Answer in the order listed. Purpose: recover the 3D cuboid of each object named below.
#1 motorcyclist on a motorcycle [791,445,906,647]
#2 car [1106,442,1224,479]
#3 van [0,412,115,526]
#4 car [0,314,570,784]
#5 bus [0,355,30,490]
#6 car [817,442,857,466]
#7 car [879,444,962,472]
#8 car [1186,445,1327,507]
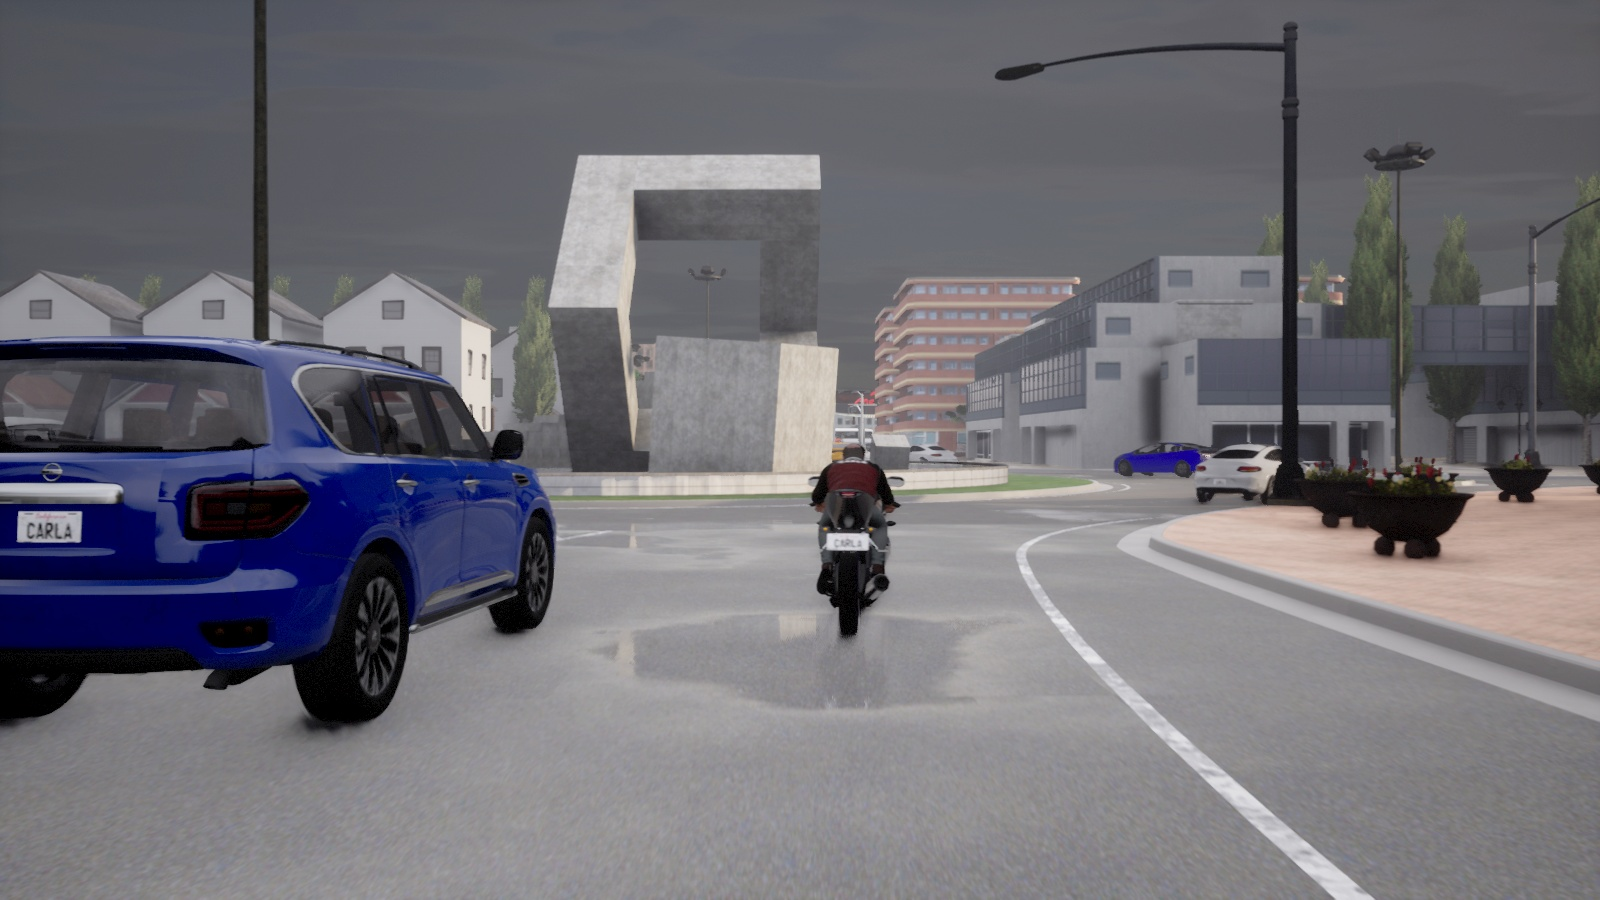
[{"bbox_3d":[0.458,0.722,10.646,0.866,1.530,2.191,0,0,5],"label":"motorcyclist on a motorcycle"},{"bbox_3d":[15.667,0.402,54.033,2.007,1.525,4.514,0,0,-40],"label":"car"},{"bbox_3d":[-15.783,0.318,24.454,4.480,2.038,2.069,0,1,26],"label":"van"},{"bbox_3d":[-3.234,0.416,8.297,2.150,2.045,5.566,0,0,3],"label":"car"},{"bbox_3d":[-30.305,-0.878,39.527,10.273,4.253,3.944,0,0,9],"label":"bus"},{"bbox_3d":[2.380,0.262,82.314,1.882,1.535,5.008,0,0,-7],"label":"car"},{"bbox_3d":[6.356,0.402,66.670,1.812,1.442,4.674,0,0,-34],"label":"car"},{"bbox_3d":[11.598,0.603,31.737,1.812,1.442,4.674,0,0,41],"label":"car"}]
